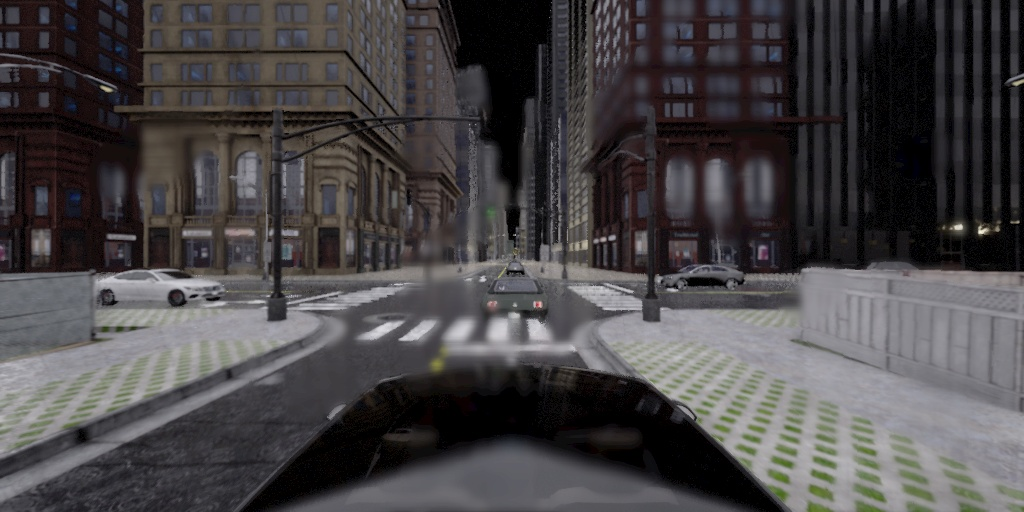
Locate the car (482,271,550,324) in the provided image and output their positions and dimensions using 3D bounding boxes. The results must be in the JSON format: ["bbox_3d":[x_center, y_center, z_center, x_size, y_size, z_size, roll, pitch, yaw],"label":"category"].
[{"bbox_3d":[0.115,1.350,11.994,1.895,1.301,4.718,0,0,0],"label":"car"}]

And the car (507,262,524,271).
[{"bbox_3d":[0.391,1.350,41.629,1.994,1.385,4.181,0,0,0],"label":"car"}]

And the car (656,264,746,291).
[{"bbox_3d":[11.208,1.248,21.431,4.902,1.511,2.128,0,0,0],"label":"car"}]

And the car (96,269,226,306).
[{"bbox_3d":[-14.607,1.254,14.919,4.674,1.442,1.812,0,0,2],"label":"car"}]

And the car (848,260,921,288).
[{"bbox_3d":[21.503,1.112,21.388,4.553,1.767,2.097,0,0,1],"label":"car"}]
